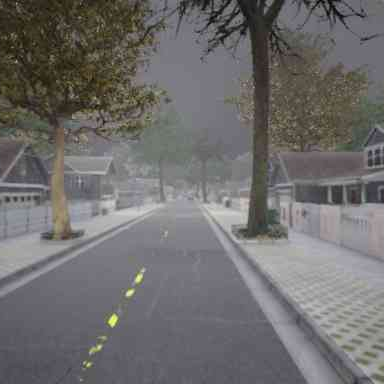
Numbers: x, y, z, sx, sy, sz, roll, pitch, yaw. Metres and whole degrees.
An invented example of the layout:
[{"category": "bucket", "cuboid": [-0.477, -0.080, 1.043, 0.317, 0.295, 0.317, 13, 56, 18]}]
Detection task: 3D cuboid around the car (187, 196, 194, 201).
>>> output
[{"category": "car", "cuboid": [-0.361, 1.779, 94.973, 1.882, 1.535, 5.008, 0, 0, 0]}]
